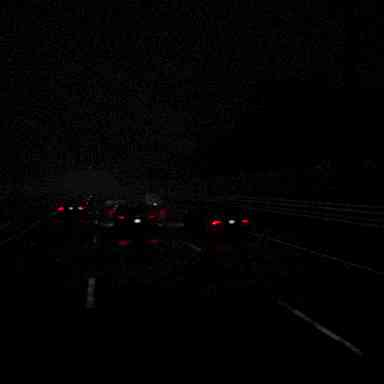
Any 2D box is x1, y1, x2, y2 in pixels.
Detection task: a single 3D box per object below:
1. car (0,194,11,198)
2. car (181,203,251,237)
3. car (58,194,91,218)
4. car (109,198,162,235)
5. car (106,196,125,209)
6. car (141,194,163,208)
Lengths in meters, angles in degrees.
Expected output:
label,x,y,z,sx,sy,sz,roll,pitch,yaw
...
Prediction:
label,x,y,z,sx,sy,sz,roll,pitch,yaw
car,-25.659,1.001,45.222,1.994,1.385,4.181,-1,1,-15
car,0.924,1.223,15.857,2.033,1.411,5.357,-1,1,-16
car,-8.977,1.142,25.191,2.033,1.411,5.357,-1,1,-15
car,-3.019,1.254,16.956,1.994,1.385,4.181,-1,1,-16
car,-7.918,1.027,34.441,1.895,1.301,4.718,-1,1,-16
car,-4.145,0.924,33.946,1.812,1.442,4.674,-1,1,-16
